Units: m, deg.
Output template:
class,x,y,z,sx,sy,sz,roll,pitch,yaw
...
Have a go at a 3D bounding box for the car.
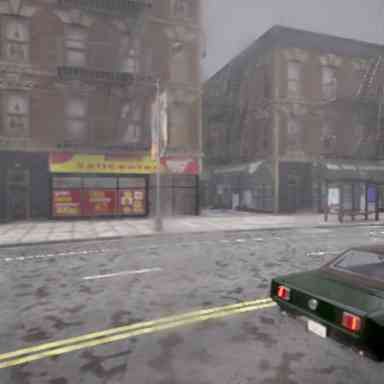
class,x,y,z,sx,sy,sz,roll,pitch,yaw
car,3.716,1.548,5.371,4.718,1.301,1.895,0,1,-24
